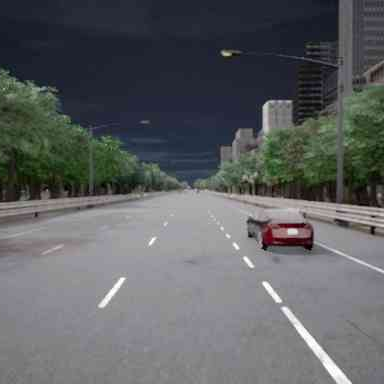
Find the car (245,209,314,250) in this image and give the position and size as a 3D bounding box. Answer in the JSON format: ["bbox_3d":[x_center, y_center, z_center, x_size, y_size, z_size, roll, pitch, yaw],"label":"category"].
[{"bbox_3d":[3.525,1.418,14.003,2.163,1.488,4.792,0,0,0],"label":"car"}]
